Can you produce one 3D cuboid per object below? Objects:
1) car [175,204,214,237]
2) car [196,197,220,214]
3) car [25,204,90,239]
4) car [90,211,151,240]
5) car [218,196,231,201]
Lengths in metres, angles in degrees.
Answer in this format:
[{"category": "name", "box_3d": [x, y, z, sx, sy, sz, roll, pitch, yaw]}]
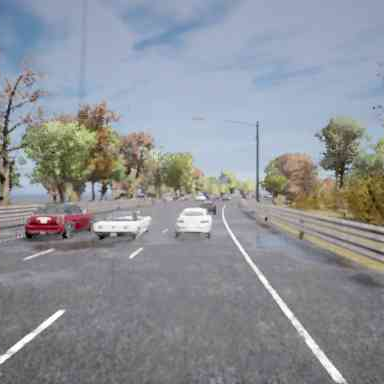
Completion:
[{"category": "car", "box_3d": [0.165, 1.592, 18.293, 1.812, 1.442, 4.674, 0, 0, 4]}, {"category": "car", "box_3d": [1.802, 1.634, 37.263, 2.128, 1.511, 4.902, 0, 0, 5]}, {"category": "car", "box_3d": [-6.879, 1.414, 17.888, 2.097, 1.767, 4.553, 0, 0, 4]}, {"category": "car", "box_3d": [-3.414, 1.662, 17.366, 1.895, 1.301, 4.718, 0, 0, 4]}, {"category": "car", "box_3d": [9.422, 1.926, 95.052, 2.128, 1.511, 4.902, 0, 0, 10]}]
